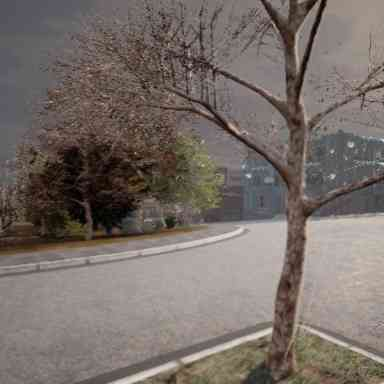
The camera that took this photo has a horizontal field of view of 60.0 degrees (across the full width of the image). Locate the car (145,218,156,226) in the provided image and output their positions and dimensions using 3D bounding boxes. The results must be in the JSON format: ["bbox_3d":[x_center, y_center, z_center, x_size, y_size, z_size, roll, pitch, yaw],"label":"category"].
[{"bbox_3d":[-7.776,5.466,60.741,1.812,1.442,4.674,0,-6,-15],"label":"car"}]

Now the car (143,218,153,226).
[{"bbox_3d":[-9.736,6.729,74.467,1.837,1.490,4.892,0,-5,-3],"label":"car"}]

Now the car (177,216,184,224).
[{"bbox_3d":[-2.368,4.068,46.570,1.994,1.385,4.181,-1,-5,-27],"label":"car"}]
